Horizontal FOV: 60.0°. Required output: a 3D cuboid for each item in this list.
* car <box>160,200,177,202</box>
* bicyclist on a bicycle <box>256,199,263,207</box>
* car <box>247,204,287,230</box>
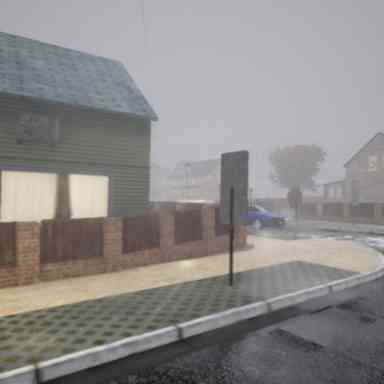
[{"bbox_3d":[-1.935,1.523,29.289,1.837,1.490,4.892,2,-1,-33],"label":"car"},{"bbox_3d":[5.664,1.454,28.444,1.656,1.620,0.582,1,-1,-34],"label":"bicyclist on a bicycle"},{"bbox_3d":[3.632,1.473,20.917,1.882,1.535,5.008,2,-1,-34],"label":"car"}]
